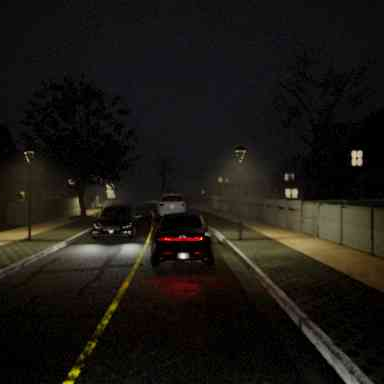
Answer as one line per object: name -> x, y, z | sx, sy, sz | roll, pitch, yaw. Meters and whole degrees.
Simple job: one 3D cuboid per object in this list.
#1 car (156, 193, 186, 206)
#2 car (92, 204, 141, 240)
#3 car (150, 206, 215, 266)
car -> -1.706, 1.126, 27.111 | 2.150, 2.045, 5.566 | 0, 0, -6
car -> -3.610, 1.415, 16.477 | 1.837, 1.490, 4.892 | 0, 0, -4
car -> -0.348, 1.431, 11.209 | 1.837, 1.490, 4.892 | 0, 0, -3
